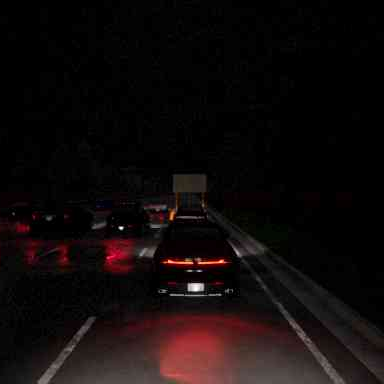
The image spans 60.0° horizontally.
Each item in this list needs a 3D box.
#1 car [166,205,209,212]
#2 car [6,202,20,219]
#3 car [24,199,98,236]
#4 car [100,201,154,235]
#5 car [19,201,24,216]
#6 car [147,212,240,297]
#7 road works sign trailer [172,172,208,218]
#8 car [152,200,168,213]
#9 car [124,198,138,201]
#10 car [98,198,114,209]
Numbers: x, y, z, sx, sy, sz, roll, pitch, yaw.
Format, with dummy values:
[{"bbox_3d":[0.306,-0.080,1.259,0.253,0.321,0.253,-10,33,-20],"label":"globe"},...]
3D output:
[{"bbox_3d":[-0.044,1.488,18.930,2.128,1.511,4.902,0,0,1],"label":"car"},{"bbox_3d":[-14.096,1.525,28.605,1.812,1.442,4.674,0,0,0],"label":"car"},{"bbox_3d":[-7.018,1.351,18.410,2.097,1.767,4.553,0,0,-1],"label":"car"},{"bbox_3d":[-3.520,1.505,18.850,1.837,1.490,4.892,0,0,0],"label":"car"},{"bbox_3d":[-10.568,1.504,24.871,1.837,1.490,4.892,0,0,0],"label":"car"},{"bbox_3d":[0.055,1.505,8.544,1.837,1.490,4.892,0,0,0],"label":"car"},{"bbox_3d":[-0.167,0.464,22.800,2.380,3.560,2.880,0,0,-3],"label":"road works sign trailer"},{"bbox_3d":[-3.668,1.601,37.389,1.895,1.301,4.718,0,0,0],"label":"car"},{"bbox_3d":[-7.185,1.490,39.474,2.128,1.511,4.902,0,0,0],"label":"car"},{"bbox_3d":[-10.689,1.478,40.304,1.882,1.535,5.008,0,0,0],"label":"car"}]
